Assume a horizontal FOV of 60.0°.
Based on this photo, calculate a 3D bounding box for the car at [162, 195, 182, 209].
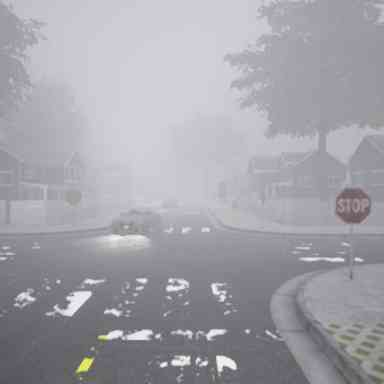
[{"bbox_3d":[-2.692,1.356,42.656,1.882,1.535,5.008,0,1,0],"label":"car"}]

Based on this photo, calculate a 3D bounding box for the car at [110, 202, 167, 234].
[{"bbox_3d":[-3.000,1.545,18.734,1.994,1.385,4.181,0,1,9],"label":"car"}]

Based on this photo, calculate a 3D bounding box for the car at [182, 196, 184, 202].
[{"bbox_3d":[-2.661,1.334,66.986,1.895,1.301,4.718,0,0,0],"label":"car"}]
